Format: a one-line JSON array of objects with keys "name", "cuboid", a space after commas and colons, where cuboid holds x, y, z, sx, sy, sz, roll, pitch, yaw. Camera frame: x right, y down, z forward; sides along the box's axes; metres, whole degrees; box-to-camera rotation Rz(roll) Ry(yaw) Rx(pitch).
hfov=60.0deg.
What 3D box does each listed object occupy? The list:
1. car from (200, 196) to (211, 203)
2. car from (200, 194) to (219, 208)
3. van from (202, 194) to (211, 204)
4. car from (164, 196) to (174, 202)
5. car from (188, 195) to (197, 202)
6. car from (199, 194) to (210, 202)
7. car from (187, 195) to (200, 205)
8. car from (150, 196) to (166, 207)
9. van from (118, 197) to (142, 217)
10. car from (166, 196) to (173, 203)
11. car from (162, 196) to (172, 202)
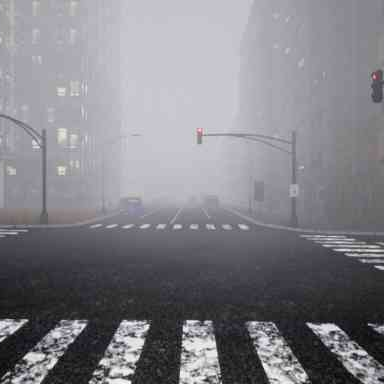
[{"name": "car", "cuboid": [2.763, 1.580, 69.494, 2.008, 1.369, 4.403, 0, 0, 0]}, {"name": "car", "cuboid": [2.739, 1.329, 47.291, 2.192, 1.841, 5.009, 0, 0, 0]}, {"name": "van", "cuboid": [2.756, 1.366, 63.944, 1.690, 1.788, 3.998, 0, 0, 0]}, {"name": "car", "cuboid": [-5.606, 1.590, 80.604, 2.008, 1.369, 4.403, 0, 0, 0]}, {"name": "car", "cuboid": [0.076, 1.380, 70.141, 1.837, 1.490, 4.892, 0, 0, 0]}, {"name": "car", "cuboid": [2.768, 1.349, 75.045, 2.192, 1.841, 5.009, 0, 0, 0]}, {"name": "car", "cuboid": [0.067, 1.623, 60.165, 1.895, 1.301, 4.718, 0, 0, 0]}, {"name": "car", "cuboid": [-5.635, 1.543, 52.679, 1.752, 1.417, 4.829, 0, 0, 0]}, {"name": "van", "cuboid": [-5.658, 1.347, 30.646, 1.690, 1.788, 3.998, 0, 0, 0]}, {"name": "car", "cuboid": [-5.618, 1.469, 69.502, 1.967, 1.590, 4.097, 0, 0, 0]}, {"name": "car", "cuboid": [-5.613, 1.559, 74.883, 1.752, 1.417, 4.829, 0, 0, 0]}]
